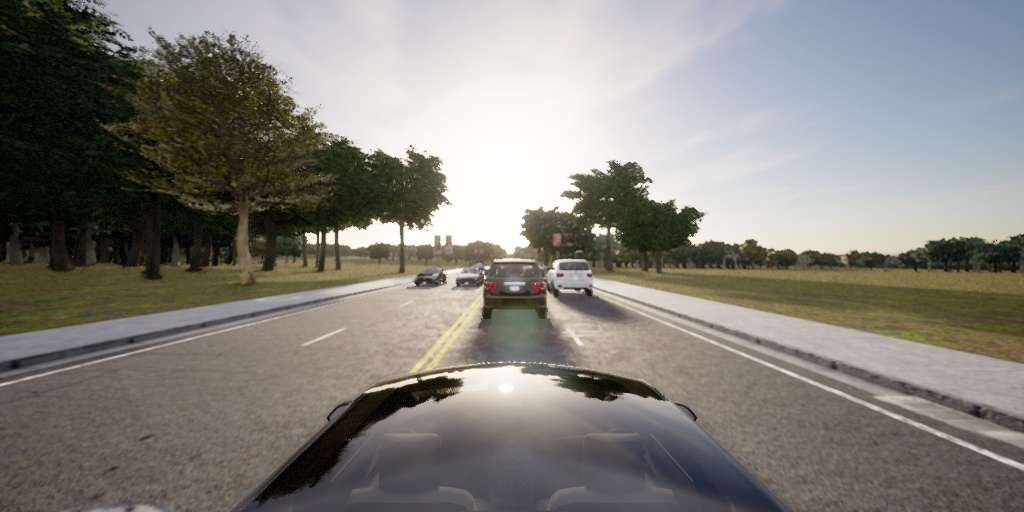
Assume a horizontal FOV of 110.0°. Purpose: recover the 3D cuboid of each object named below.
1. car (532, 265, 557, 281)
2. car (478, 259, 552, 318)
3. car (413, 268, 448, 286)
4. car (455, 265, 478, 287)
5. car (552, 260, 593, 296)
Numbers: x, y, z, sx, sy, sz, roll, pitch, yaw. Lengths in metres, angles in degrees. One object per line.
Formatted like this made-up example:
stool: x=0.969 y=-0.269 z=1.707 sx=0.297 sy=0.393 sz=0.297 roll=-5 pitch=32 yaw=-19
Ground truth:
car: x=3.357 y=1.739 z=37.724 sx=2.128 sy=1.511 sz=4.902 roll=0 pitch=-1 yaw=0
car: x=0.098 y=1.138 z=13.912 sx=2.150 sy=2.045 sz=5.566 roll=0 pitch=-1 yaw=0
car: x=-6.590 y=1.682 z=29.692 sx=2.033 sy=1.411 sz=5.357 roll=0 pitch=-1 yaw=0
car: x=-3.345 y=1.673 z=29.068 sx=2.033 sy=1.411 sz=5.357 roll=0 pitch=-1 yaw=0
car: x=3.362 y=1.244 z=21.622 sx=2.150 sy=2.045 sz=5.566 roll=0 pitch=-1 yaw=0
